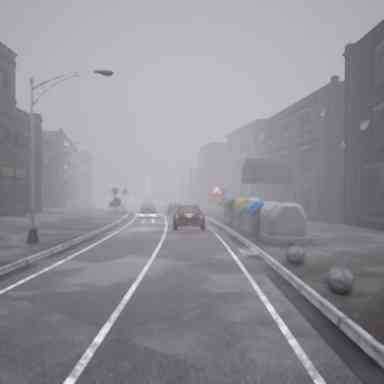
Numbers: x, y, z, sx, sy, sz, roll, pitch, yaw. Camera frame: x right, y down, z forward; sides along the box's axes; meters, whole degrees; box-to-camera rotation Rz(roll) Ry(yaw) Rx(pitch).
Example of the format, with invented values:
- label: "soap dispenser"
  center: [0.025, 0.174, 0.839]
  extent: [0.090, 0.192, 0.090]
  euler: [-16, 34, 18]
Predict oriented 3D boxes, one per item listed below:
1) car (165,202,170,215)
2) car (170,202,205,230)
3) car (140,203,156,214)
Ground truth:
- label: "car"
  center: [-2.248, 2.011, 41.565]
  extent: [1.837, 1.490, 4.892]
  euler: [0, -1, -9]
- label: "car"
  center: [-0.310, 1.625, 23.667]
  extent: [2.097, 1.767, 4.553]
  euler: [0, -1, -3]
- label: "car"
  center: [-5.604, 2.101, 42.348]
  extent: [1.994, 1.385, 4.181]
  euler: [0, -1, -9]
